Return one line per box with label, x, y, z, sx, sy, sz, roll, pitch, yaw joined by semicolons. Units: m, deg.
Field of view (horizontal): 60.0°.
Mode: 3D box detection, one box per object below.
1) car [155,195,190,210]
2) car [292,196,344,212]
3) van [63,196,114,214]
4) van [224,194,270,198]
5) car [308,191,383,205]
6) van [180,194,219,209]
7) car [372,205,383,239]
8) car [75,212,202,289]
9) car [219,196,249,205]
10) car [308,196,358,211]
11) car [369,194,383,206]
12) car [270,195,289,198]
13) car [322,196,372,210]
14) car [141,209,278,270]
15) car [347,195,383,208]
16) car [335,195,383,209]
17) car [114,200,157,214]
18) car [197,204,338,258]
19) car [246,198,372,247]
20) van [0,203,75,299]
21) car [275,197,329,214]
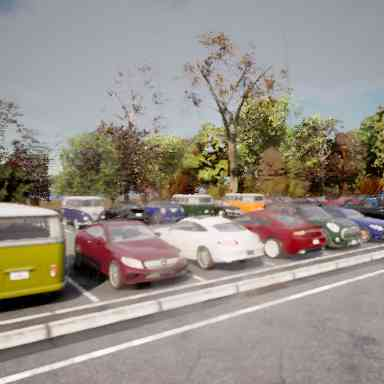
car;-2.498;1.323;24.624;2.185;1.767;4.553;-1;0;-35
car;13.584;1.279;36.114;2.097;1.535;5.008;-1;0;-35
van;-6.950;1.270;21.350;1.878;1.987;4.442;-1;0;-35
van;4.421;1.149;29.727;1.878;1.987;4.442;0;0;-35
car;9.508;1.149;17.814;2.435;2.045;5.566;-1;0;-35
van;-0.184;1.198;26.453;1.878;1.987;4.442;-1;0;-35
car;7.224;1.465;16.156;2.002;1.452;4.674;-1;0;-35
car;-1.991;1.557;9.596;2.002;1.452;4.674;-1;0;-35
car;2.183;1.400;28.001;2.231;1.521;4.892;-1;0;-35
car;15.971;1.283;37.844;2.163;1.488;4.792;-1;0;-35
car;27.483;1.130;46.016;2.231;1.521;4.892;-1;0;-35
car;6.683;1.352;31.202;2.097;1.535;5.008;-1;0;-35
car;18.291;1.229;39.454;2.097;1.535;5.008;-1;0;-35
car;0.321;1.537;11.236;2.002;1.452;4.674;-1;0;-35
car;22.892;1.182;42.730;2.231;1.521;4.892;-1;0;-35
car;20.592;1.205;41.091;2.097;1.535;5.008;-1;0;-35
car;-4.732;1.502;23.112;2.163;1.488;4.792;-1;0;-35
car;2.624;1.473;12.872;2.097;1.535;5.008;-1;0;-35
car;4.904;1.323;14.540;2.185;1.767;4.553;-1;0;-35
van;-4.467;1.289;7.974;1.878;1.987;4.442;0;0;-35
car;11.290;1.303;34.469;2.097;1.535;5.008;-1;0;-35
